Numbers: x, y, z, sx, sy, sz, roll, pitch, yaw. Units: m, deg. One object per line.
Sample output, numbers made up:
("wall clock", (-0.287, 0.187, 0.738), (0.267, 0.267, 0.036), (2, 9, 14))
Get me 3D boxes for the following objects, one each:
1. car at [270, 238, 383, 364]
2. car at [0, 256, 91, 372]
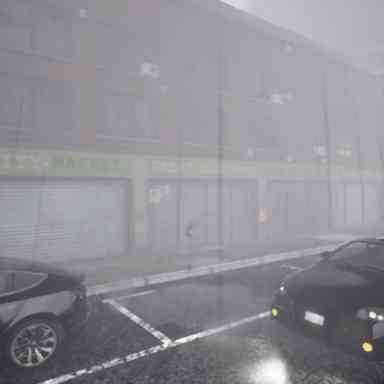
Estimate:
("car", (3.305, 1.543, 5.723), (4.181, 1.385, 1.994), (0, 0, -35))
("car", (-3.466, 1.568, 4.096), (4.313, 1.339, 1.947), (0, 0, -36))
